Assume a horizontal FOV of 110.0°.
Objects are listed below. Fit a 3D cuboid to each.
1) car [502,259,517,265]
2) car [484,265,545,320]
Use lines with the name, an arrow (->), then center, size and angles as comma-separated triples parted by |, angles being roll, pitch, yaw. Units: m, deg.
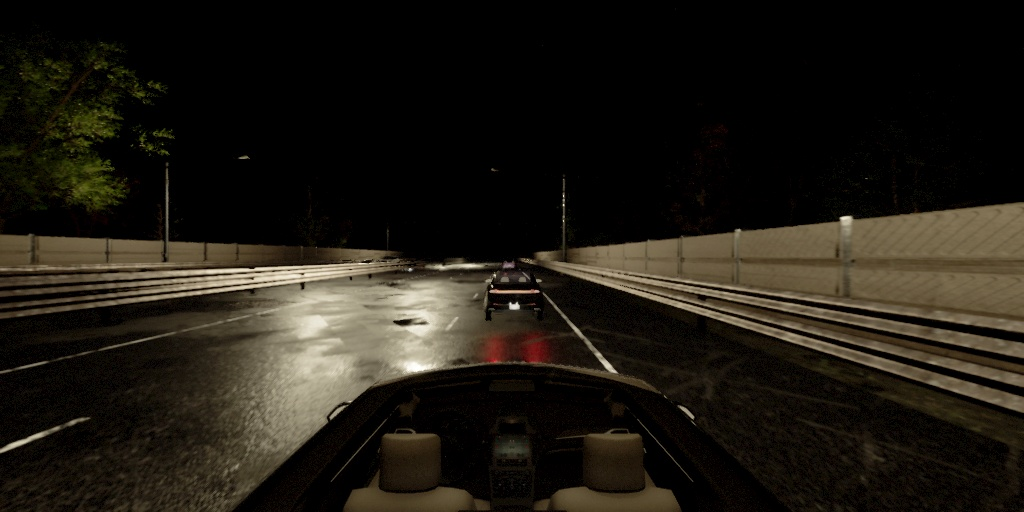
car -> -0.325, 1.175, 45.038 | 2.033, 1.649, 4.856 | 0, 0, -1
car -> 0.062, 1.239, 12.645 | 2.128, 1.511, 4.902 | 0, 0, 0
